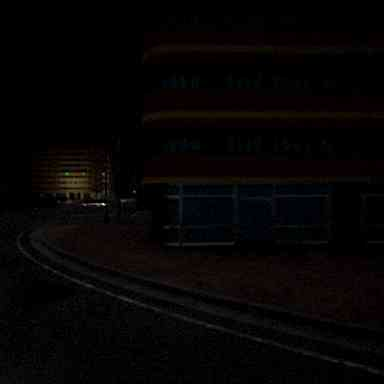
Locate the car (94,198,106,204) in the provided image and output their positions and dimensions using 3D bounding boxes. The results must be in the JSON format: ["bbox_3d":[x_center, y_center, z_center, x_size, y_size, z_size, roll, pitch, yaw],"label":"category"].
[{"bbox_3d":[-23.838,2.365,88.236,1.812,1.442,4.674,0,0,-3],"label":"car"}]

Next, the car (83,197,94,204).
[{"bbox_3d":[-27.337,2.215,88.105,2.097,1.767,4.553,0,0,-3],"label":"car"}]
